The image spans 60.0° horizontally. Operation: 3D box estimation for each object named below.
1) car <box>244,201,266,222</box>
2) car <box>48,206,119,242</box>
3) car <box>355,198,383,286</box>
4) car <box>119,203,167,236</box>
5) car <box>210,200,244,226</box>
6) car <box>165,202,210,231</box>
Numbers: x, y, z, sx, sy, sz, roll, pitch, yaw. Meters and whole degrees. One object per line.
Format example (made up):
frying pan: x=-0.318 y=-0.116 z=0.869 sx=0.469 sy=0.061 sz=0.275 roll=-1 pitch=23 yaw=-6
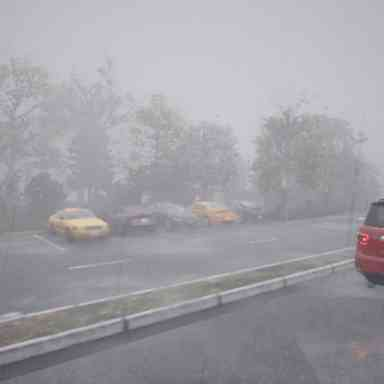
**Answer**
car: x=2.984 y=1.344 z=23.468 sx=2.231 sy=1.521 sz=4.892 roll=-1 pitch=1 yaw=-36
car: x=-5.847 y=1.490 z=16.877 sx=1.946 sy=1.575 sz=5.366 roll=-1 pitch=0 yaw=-36
car: x=6.086 y=1.097 z=7.871 sx=5.566 sy=2.045 sz=2.150 roll=-1 pitch=1 yaw=-36
car: x=-3.734 y=1.491 z=18.666 sx=2.163 sy=1.488 sz=4.792 roll=-1 pitch=0 yaw=-36
car: x=0.749 y=1.384 z=21.857 sx=2.097 sy=1.535 sz=5.008 roll=-1 pitch=0 yaw=-36
car: x=-1.490 y=1.424 z=20.256 sx=2.231 sy=1.521 sz=4.892 roll=-1 pitch=0 yaw=-36
